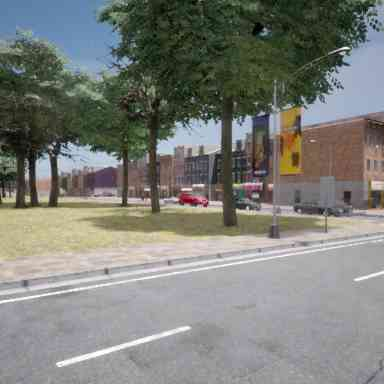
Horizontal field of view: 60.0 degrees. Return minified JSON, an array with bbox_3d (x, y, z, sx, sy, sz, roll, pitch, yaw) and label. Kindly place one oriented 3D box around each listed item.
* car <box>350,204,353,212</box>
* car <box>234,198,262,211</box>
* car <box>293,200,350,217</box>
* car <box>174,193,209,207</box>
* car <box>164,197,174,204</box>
[{"bbox_3d":[14.100,1.590,34.461,2.128,1.511,4.902,1,0,-34],"label":"car"},{"bbox_3d":[6.352,1.496,40.431,1.837,1.490,4.892,1,0,-35],"label":"car"},{"bbox_3d":[12.178,1.588,32.240,1.837,1.490,4.892,1,0,-35],"label":"car"},{"bbox_3d":[0.151,1.136,49.165,2.150,2.045,5.566,1,0,-35],"label":"car"},{"bbox_3d":[-3.188,1.486,58.836,1.895,1.301,4.718,1,0,-35],"label":"car"}]
